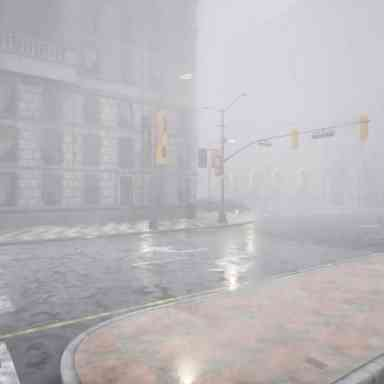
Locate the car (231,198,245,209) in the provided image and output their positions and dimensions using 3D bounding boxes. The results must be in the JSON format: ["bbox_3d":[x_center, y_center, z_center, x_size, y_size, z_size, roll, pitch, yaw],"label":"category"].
[{"bbox_3d":[5.068,1.526,44.597,1.812,1.442,4.674,0,0,-36],"label":"car"}]

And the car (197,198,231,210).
[{"bbox_3d":[2.205,1.491,42.583,2.128,1.511,4.902,0,0,-36],"label":"car"}]
